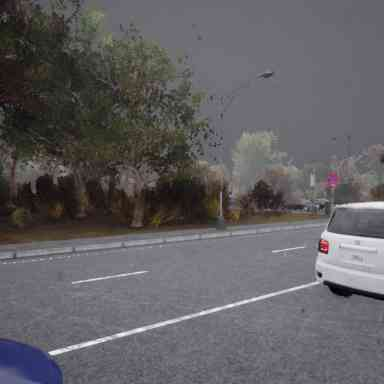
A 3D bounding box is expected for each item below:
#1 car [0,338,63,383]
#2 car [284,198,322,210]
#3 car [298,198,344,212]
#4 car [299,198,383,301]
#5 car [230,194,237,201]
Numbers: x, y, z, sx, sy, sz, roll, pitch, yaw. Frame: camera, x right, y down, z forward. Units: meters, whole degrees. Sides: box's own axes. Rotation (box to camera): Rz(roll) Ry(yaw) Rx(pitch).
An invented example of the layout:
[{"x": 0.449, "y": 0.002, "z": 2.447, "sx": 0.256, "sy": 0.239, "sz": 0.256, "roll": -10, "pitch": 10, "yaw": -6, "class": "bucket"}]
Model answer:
[{"x": -3.051, "y": 1.526, "z": 1.567, "sx": 4.674, "sy": 1.442, "sz": 1.812, "roll": 0, "pitch": 0, "yaw": -36, "class": "car"}, {"x": 12.565, "y": 1.492, "z": 38.767, "sx": 2.128, "sy": 1.511, "sz": 4.902, "roll": 0, "pitch": 0, "yaw": -33, "class": "car"}, {"x": 15.595, "y": 1.491, "z": 40.550, "sx": 2.128, "sy": 1.511, "sz": 4.902, "roll": 0, "pitch": 0, "yaw": -32, "class": "car"}, {"x": 5.071, "y": 1.221, "z": 7.369, "sx": 5.566, "sy": 2.045, "sz": 2.150, "roll": 0, "pitch": 0, "yaw": -35, "class": "car"}, {"x": 5.345, "y": 1.198, "z": 50.220, "sx": 2.150, "sy": 2.045, "sz": 5.566, "roll": 0, "pitch": 0, "yaw": -32, "class": "car"}]
